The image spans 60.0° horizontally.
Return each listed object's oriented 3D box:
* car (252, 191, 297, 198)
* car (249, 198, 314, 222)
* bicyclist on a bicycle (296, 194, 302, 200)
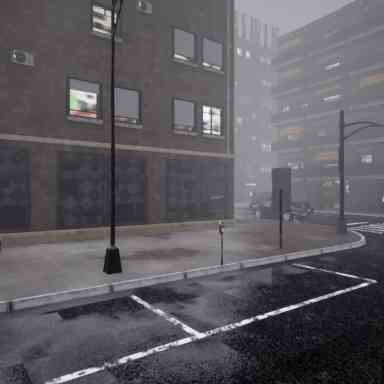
[{"bbox_3d":[7.208,0.988,27.338,2.150,2.045,5.566,0,1,-36],"label":"car"},{"bbox_3d":[6.298,1.342,24.197,2.008,1.369,4.403,1,0,-36],"label":"car"},{"bbox_3d":[11.563,1.011,36.210,1.656,1.620,0.582,0,1,-36],"label":"bicyclist on a bicycle"}]
